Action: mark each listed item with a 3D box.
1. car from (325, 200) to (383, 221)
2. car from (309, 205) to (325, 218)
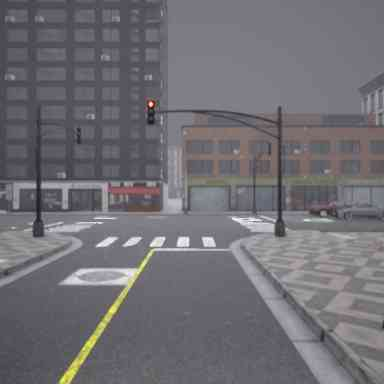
[{"bbox_3d":[13.403,1.537,26.738,4.181,1.385,1.994,0,0,0],"label":"car"},{"bbox_3d":[13.147,1.476,29.991,5.008,1.535,1.882,0,0,1],"label":"car"}]
